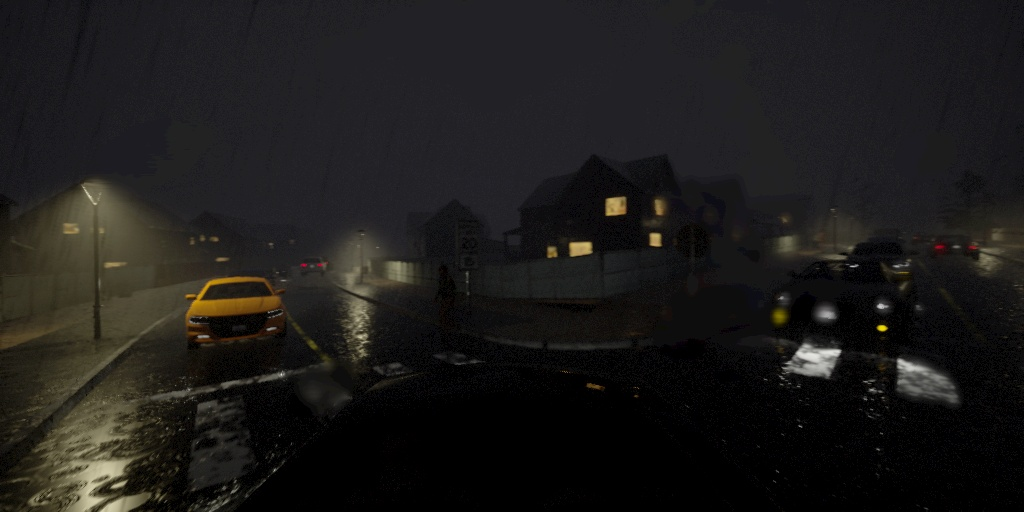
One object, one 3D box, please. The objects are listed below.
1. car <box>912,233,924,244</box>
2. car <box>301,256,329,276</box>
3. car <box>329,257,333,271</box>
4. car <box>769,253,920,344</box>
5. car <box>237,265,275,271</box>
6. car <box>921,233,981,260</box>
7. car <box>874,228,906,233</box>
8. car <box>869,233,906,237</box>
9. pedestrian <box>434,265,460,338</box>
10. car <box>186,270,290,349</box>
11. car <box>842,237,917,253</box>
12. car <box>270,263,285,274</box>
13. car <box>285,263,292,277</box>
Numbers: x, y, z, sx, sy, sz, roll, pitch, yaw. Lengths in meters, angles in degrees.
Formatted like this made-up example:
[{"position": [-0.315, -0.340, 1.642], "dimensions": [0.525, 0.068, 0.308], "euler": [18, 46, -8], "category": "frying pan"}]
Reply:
[{"position": [44.586, -1.790, 38.616], "dimensions": [4.181, 1.385, 1.994], "euler": [-4, 3, -43], "category": "car"}, {"position": [-22.040, 1.124, 39.889], "dimensions": [2.150, 2.045, 5.566], "euler": [-1, 1, -25], "category": "car"}, {"position": [-26.102, 1.055, 49.501], "dimensions": [2.150, 2.045, 5.566], "euler": [-1, 1, -21], "category": "car"}, {"position": [7.321, 0.791, 7.845], "dimensions": [4.181, 1.385, 1.994], "euler": [-4, 3, -39], "category": "car"}, {"position": [-13.125, 1.419, 17.851], "dimensions": [1.882, 1.535, 5.008], "euler": [-1, 0, -33], "category": "car"}, {"position": [27.202, -0.556, 22.180], "dimensions": [5.357, 1.411, 2.033], "euler": [-4, 3, -44], "category": "car"}, {"position": [35.999, -1.680, 34.419], "dimensions": [5.566, 2.045, 2.150], "euler": [-4, 3, -43], "category": "car"}, {"position": [23.479, -0.501, 22.702], "dimensions": [5.008, 1.535, 1.882], "euler": [-4, 3, -43], "category": "car"}, {"position": [-1.630, 1.057, 8.876], "dimensions": [0.375, 1.860, 0.375], "euler": [-2, 1, -39], "category": "pedestrian"}, {"position": [-7.540, 1.343, 9.930], "dimensions": [1.882, 1.535, 5.008], "euler": [-1, 0, -37], "category": "car"}, {"position": [14.830, 0.172, 14.521], "dimensions": [4.892, 1.490, 1.837], "euler": [-5, 3, -43], "category": "car"}, {"position": [-18.493, 1.472, 26.605], "dimensions": [2.128, 1.511, 4.902], "euler": [-1, 0, -29], "category": "car"}, {"position": [-23.458, 1.439, 36.020], "dimensions": [1.882, 1.535, 5.008], "euler": [-1, 0, -25], "category": "car"}]
